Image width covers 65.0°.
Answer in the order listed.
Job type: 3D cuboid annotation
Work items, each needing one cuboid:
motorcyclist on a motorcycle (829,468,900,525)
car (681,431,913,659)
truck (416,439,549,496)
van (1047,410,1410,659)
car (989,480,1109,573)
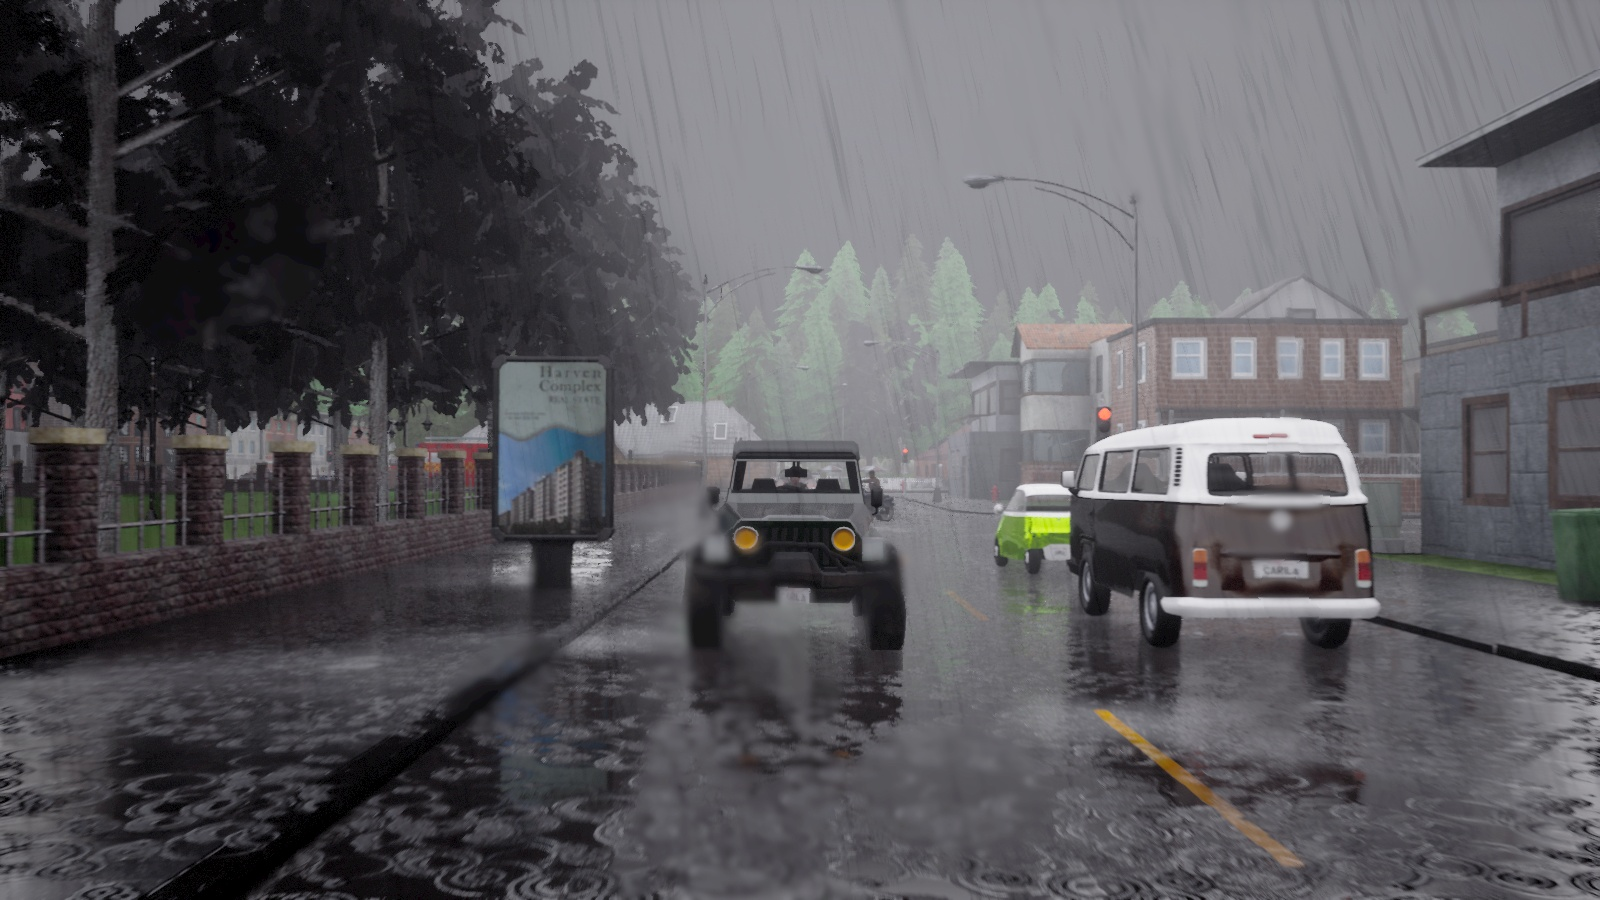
[{"bbox_3d":[1.990,1.398,38.283,0.766,1.649,2.350,1,0,44],"label":"motorcyclist on a motorcycle"},{"bbox_3d":[-0.031,0.817,12.317,1.905,1.878,3.866,0,-1,0],"label":"car"},{"bbox_3d":[-21.857,1.190,86.784,8.468,3.827,2.891,0,-1,-1],"label":"truck"},{"bbox_3d":[3.968,0.733,12.578,2.069,2.038,4.480,0,-1,0],"label":"van"},{"bbox_3d":[3.946,1.192,20.198,1.481,1.376,2.207,0,-1,0],"label":"car"}]
